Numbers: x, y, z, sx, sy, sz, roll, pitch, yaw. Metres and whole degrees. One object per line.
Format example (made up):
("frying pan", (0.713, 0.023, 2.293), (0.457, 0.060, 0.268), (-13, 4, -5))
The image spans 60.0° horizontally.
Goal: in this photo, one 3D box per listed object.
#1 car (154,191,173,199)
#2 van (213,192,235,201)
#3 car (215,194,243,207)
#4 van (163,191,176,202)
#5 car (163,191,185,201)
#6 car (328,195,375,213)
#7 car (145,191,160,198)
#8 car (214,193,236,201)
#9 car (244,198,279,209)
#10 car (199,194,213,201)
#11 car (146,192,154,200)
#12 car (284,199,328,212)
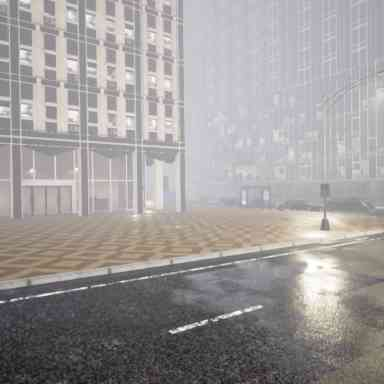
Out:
("car", (-6.699, 0.613, 78.462), (2.192, 1.841, 5.009), (0, 1, -34))
("van", (6.176, 0.853, 59.725), (1.690, 1.788, 3.998), (-1, 1, -34))
("car", (5.662, 1.318, 45.587), (1.947, 1.339, 4.313), (-1, 1, -34))
("van", (-3.949, 0.936, 59.666), (1.690, 1.788, 3.998), (0, 1, -34))
("car", (-3.445, 0.684, 63.659), (2.097, 1.767, 4.553), (-1, 1, -34))
("car", (16.435, 1.200, 34.559), (2.097, 1.767, 4.553), (-1, 1, -34))
("car", (-9.918, 0.684, 83.148), (1.967, 1.590, 4.097), (0, 1, -34))
("car", (5.837, 1.241, 49.999), (1.994, 1.385, 4.181), (-1, 1, -34))
("car", (8.833, 1.386, 40.870), (1.802, 1.307, 4.206), (-1, 1, -34))
("car", (2.958, 1.041, 64.413), (1.802, 1.307, 4.206), (-1, 1, -34))
("car", (-10.387, 1.038, 69.036), (2.008, 1.369, 4.403), (0, 1, -34))
("car", (12.038, 1.422, 36.174), (1.947, 1.339, 4.313), (-1, 1, -34))
